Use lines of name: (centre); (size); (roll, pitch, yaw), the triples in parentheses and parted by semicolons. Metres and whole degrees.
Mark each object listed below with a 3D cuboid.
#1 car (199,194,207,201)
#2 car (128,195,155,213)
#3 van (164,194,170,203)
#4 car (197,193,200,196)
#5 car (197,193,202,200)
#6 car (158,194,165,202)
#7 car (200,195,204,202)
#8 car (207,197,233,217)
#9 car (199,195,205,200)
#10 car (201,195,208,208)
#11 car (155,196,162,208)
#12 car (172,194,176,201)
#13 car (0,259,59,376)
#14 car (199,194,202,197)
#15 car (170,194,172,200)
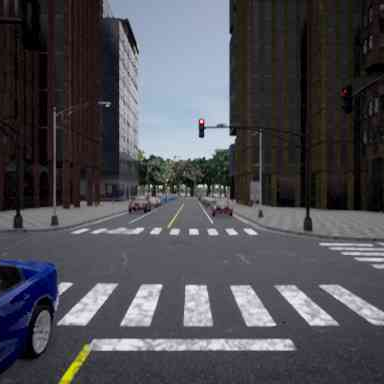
car: (2.747, 1.558, 58.971); (1.887, 1.381, 4.507); (0, 0, 0)
car: (-5.773, 1.320, 37.218); (2.192, 1.841, 5.009); (0, 0, 0)
van: (-5.780, 1.357, 64.406); (1.690, 1.788, 3.998); (0, 0, 0)
car: (2.740, 1.340, 80.721); (2.192, 1.841, 5.009); (0, 0, 0)
car: (2.742, 1.547, 75.453); (1.752, 1.417, 4.829); (0, 0, 0)
car: (-5.777, 1.536, 53.361); (1.752, 1.417, 4.829); (0, 0, 0)
car: (2.748, 1.555, 53.533); (1.887, 1.381, 4.507); (0, 0, 0)
car: (2.754, 1.444, 31.783); (1.967, 1.590, 4.097); (0, 0, 0)
car: (2.738, 1.559, 91.766); (1.752, 1.417, 4.829); (0, 0, 0)
car: (2.750, 1.559, 48.095); (2.008, 1.369, 4.403); (0, 0, 0)
car: (-5.776, 1.591, 48.093); (1.802, 1.307, 4.206); (0, 0, 0)
car: (-5.786, 1.595, 86.156); (1.947, 1.339, 4.313); (0, 0, 0)
car: (-3.001, 1.478, 3.164); (1.882, 1.535, 5.008); (0, 0, 0)
car: (2.745, 1.541, 64.578); (1.752, 1.417, 4.829); (0, 0, 0)
car: (-5.782, 1.570, 69.844); (2.008, 1.369, 4.403); (0, 0, 0)
